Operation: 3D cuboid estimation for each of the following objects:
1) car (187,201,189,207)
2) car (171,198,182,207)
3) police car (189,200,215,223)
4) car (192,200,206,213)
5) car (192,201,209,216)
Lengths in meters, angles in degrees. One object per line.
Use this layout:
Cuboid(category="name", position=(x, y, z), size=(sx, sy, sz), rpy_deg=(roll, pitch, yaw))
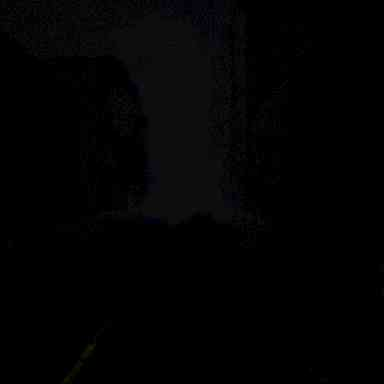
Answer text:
Cuboid(category="car", position=(0.004, 2.190, 64.525), size=(1.994, 1.385, 4.181), rpy_deg=(0, -1, 0))
Cuboid(category="car", position=(-3.014, 1.983, 65.044), size=(2.097, 1.767, 4.553), rpy_deg=(0, -1, 0))
Cuboid(category="police car", position=(0.901, 1.702, 28.264), size=(1.930, 1.638, 5.238), rpy_deg=(0, -1, 0))
Cuboid(category="car", position=(0.903, 1.887, 44.343), size=(1.801, 1.575, 5.366), rpy_deg=(0, -1, 0))
Cuboid(category="car", position=(0.902, 1.850, 38.152), size=(1.882, 1.535, 5.008), rpy_deg=(0, -1, 0))
